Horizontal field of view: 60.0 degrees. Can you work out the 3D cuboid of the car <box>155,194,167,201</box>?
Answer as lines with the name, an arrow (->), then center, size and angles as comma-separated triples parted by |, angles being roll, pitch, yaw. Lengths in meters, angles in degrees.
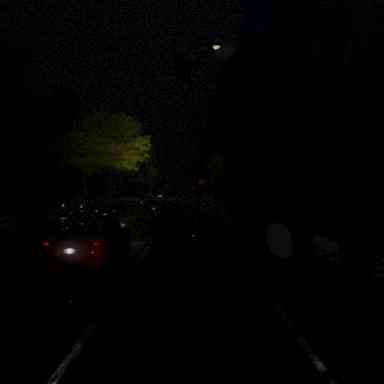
car -> -6.477, 1.106, 70.233 | 2.033, 1.411, 5.357 | 0, 0, 0

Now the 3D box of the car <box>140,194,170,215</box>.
car -> -3.143, 1.261, 30.578 | 2.128, 1.511, 4.902 | 0, 0, 0

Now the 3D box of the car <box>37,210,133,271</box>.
car -> -3.156, 1.476, 10.597 | 1.994, 1.385, 4.181 | 0, 1, 0

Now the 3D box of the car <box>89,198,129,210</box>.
car -> -6.591, 1.336, 27.825 | 2.033, 1.411, 5.357 | 0, 0, 0

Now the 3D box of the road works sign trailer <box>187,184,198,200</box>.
road works sign trailer -> 0.048, -0.088, 75.499 | 2.380, 3.560, 2.880 | 1, -1, 0

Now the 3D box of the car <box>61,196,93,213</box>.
car -> -9.838, 1.130, 29.390 | 2.097, 1.767, 4.553 | 0, 0, 0
